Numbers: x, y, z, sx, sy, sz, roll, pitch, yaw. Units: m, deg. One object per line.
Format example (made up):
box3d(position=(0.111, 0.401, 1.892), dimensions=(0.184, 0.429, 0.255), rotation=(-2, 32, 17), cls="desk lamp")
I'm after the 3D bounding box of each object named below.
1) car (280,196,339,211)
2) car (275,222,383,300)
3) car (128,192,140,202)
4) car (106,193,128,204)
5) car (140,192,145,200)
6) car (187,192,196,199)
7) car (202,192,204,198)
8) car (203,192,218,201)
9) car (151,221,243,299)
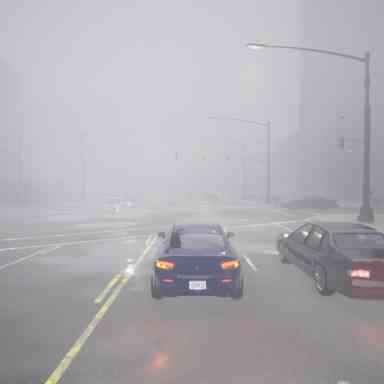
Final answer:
box3d(position=(11.506, 1.082, 32.782), dimensions=(5.357, 1.411, 2.033), rotation=(0, 1, -1), cls="car")
box3d(position=(3.603, 1.461, 8.396), dimensions=(2.033, 1.411, 5.357), rotation=(0, 1, 0), cls="car")
box3d(position=(-10.605, 0.845, 55.922), dimensions=(2.128, 1.511, 4.902), rotation=(0, 0, 0), cls="car")
box3d(position=(-10.605, 0.933, 46.143), dimensions=(1.812, 1.442, 4.674), rotation=(0, 0, 0), cls="car")
box3d(position=(-10.577, 0.801, 66.074), dimensions=(1.882, 1.535, 5.008), rotation=(0, 0, 0), cls="car")
box3d(position=(-0.061, 0.773, 75.024), dimensions=(1.882, 1.535, 5.008), rotation=(0, 0, 0), cls="car")
box3d(position=(3.430, 0.804, 86.277), dimensions=(2.033, 1.411, 5.357), rotation=(0, 0, 0), cls="car")
box3d(position=(3.548, 0.904, 60.117), dimensions=(1.994, 1.385, 4.181), rotation=(0, 0, 0), cls="car")
box3d(position=(0.104, 1.440, 8.126), dimensions=(1.812, 1.442, 4.674), rotation=(0, 1, 0), cls="car")
